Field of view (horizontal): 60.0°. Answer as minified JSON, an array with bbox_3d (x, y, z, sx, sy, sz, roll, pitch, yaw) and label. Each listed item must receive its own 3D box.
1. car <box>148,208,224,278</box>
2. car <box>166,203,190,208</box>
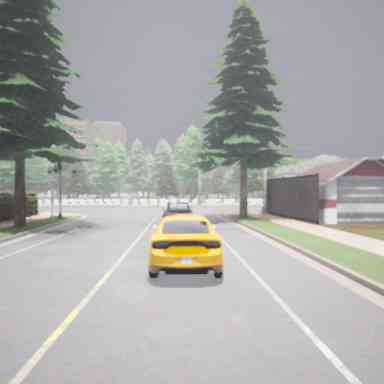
[{"bbox_3d":[-0.222,1.437,10.063,1.882,1.535,5.008,0,0,-2],"label":"car"},{"bbox_3d":[-0.892,1.408,20.758,2.128,1.511,4.902,0,0,-5],"label":"car"}]
